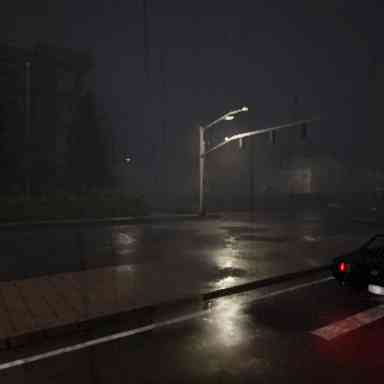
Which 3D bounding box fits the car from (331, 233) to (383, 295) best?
[{"bbox_3d":[5.366,1.602,7.741,4.718,1.301,1.895,0,0,-36],"label":"car"}]
